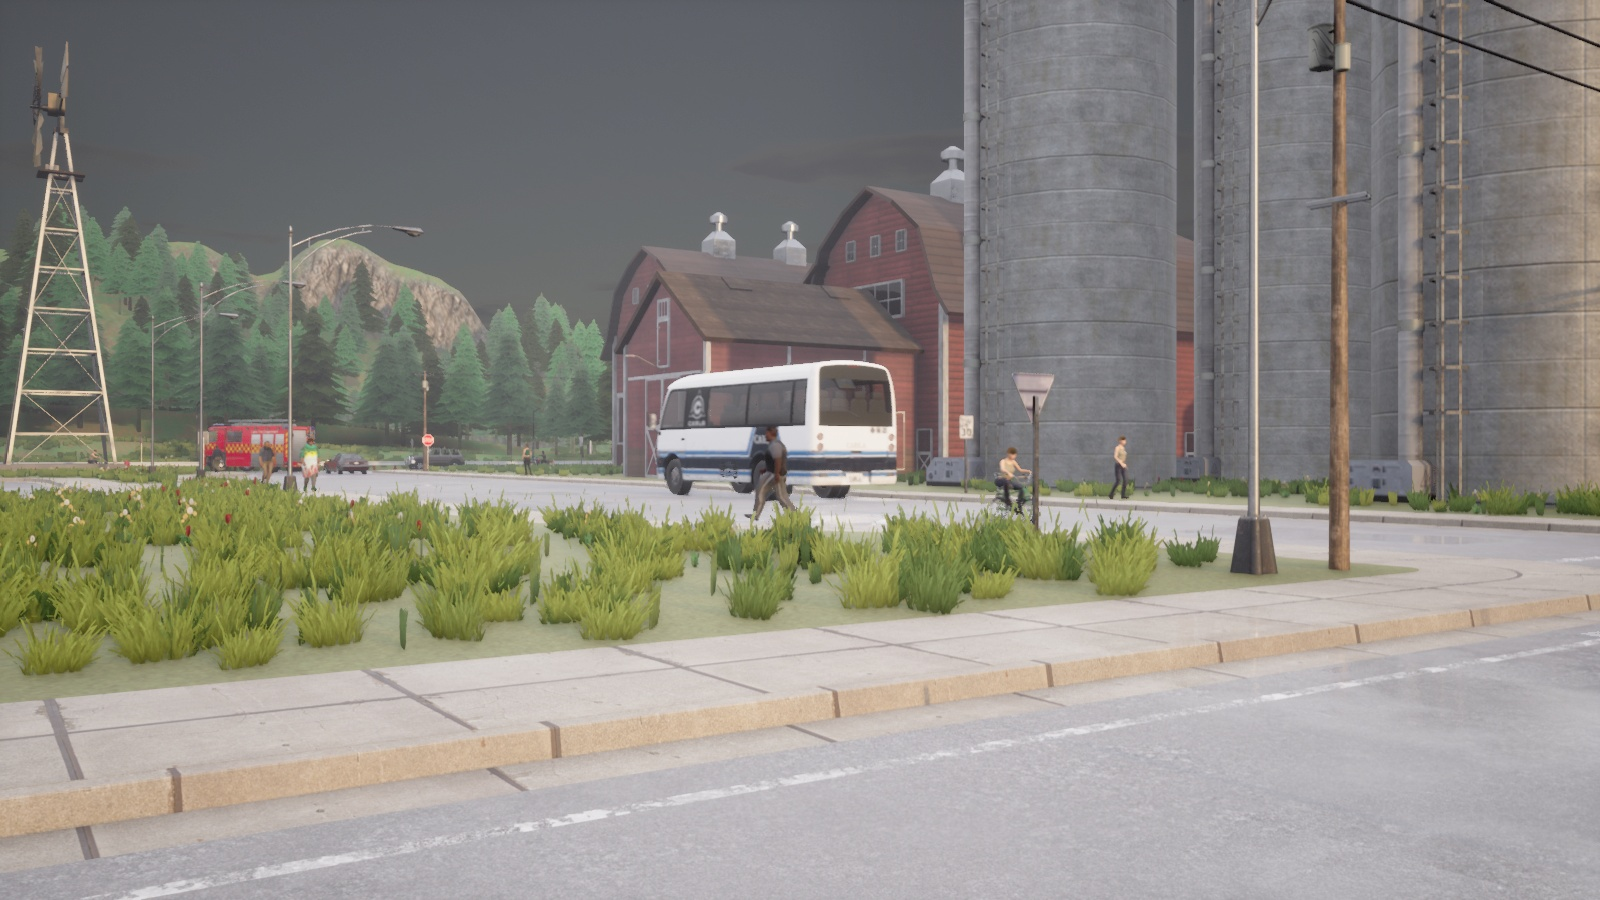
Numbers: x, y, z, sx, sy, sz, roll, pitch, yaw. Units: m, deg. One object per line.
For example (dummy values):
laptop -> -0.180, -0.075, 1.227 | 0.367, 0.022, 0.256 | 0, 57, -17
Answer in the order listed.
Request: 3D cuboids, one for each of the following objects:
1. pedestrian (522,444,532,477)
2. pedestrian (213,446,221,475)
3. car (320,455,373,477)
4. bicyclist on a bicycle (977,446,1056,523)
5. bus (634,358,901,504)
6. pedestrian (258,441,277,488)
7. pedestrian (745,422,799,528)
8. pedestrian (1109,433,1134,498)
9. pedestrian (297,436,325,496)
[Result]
pedestrian -> -15.389, 0.590, 70.794 | 0.345, 1.836, 0.594 | 0, 0, -35
pedestrian -> -37.167, 0.668, 80.084 | 0.370, 1.835, 0.726 | 0, 0, -33
car -> -30.364, 1.050, 83.992 | 2.033, 1.411, 5.357 | 0, 0, -35
bicyclist on a bicycle -> 4.648, 0.725, 27.009 | 0.866, 1.612, 1.509 | 0, 0, -34
bus -> -1.415, -0.540, 41.963 | 3.944, 4.253, 10.273 | 0, 0, -35
pedestrian -> -21.114, 0.561, 49.775 | 0.540, 1.848, 0.694 | 0, 0, -36
pedestrian -> -0.503, 0.449, 22.722 | 0.849, 1.883, 0.563 | 0, 0, 17
pedestrian -> 9.177, 0.450, 35.874 | 0.345, 1.836, 0.594 | 0, 0, -37
pedestrian -> -16.235, 0.531, 41.679 | 0.659, 1.952, 0.873 | 0, 0, -37
